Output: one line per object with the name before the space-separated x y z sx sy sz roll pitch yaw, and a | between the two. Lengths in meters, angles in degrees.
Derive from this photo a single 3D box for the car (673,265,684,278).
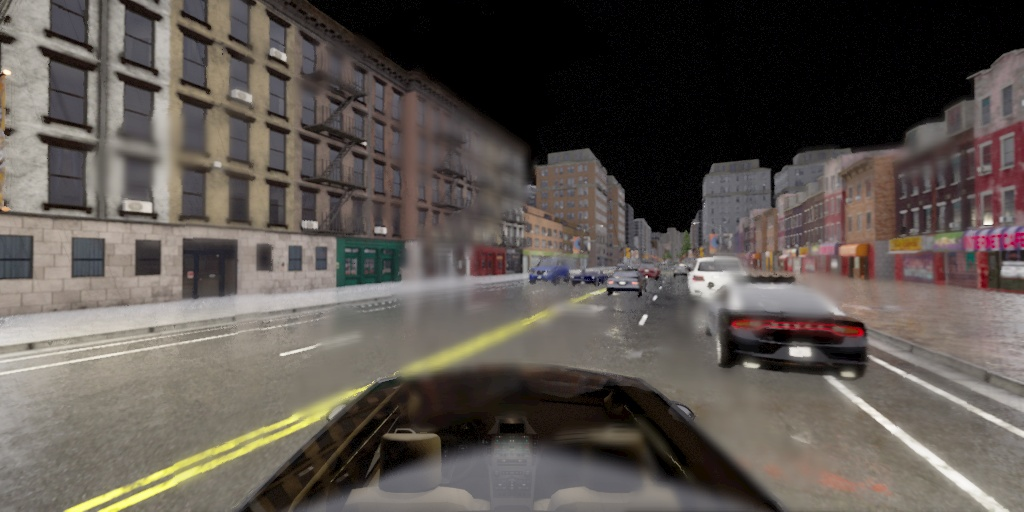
car | 19.503 1.735 41.182 2.033 1.411 5.357 0 -1 25

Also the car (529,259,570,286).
car | 3.241 1.246 29.271 2.150 2.045 5.566 0 -1 24

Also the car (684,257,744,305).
car | 9.370 1.095 16.603 2.150 2.045 5.566 0 -1 24

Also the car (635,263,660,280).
car | 13.797 1.473 36.291 2.097 1.767 4.553 0 -1 24

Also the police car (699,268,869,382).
police car | 5.261 1.216 7.571 1.930 1.638 5.238 0 -1 24

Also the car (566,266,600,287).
car | 5.868 1.599 27.191 1.895 1.301 4.718 0 -1 24

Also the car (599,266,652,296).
car | 6.655 1.463 20.590 2.033 1.411 5.357 0 -1 24

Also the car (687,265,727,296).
car | 11.921 1.390 22.209 1.801 1.575 5.366 0 -1 24
